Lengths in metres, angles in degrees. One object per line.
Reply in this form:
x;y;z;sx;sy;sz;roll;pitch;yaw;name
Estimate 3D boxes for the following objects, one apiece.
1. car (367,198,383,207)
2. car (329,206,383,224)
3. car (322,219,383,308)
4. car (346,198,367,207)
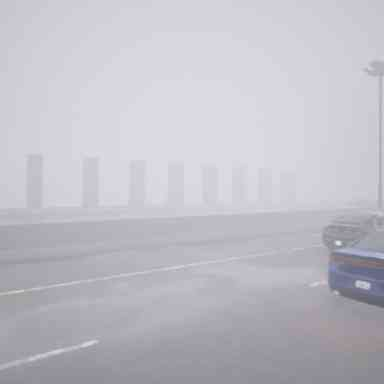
28.886;1.613;50.300;4.181;1.385;1.994;0;0;-36;car
7.078;1.518;12.953;4.892;1.490;1.837;0;0;-35;car
5.051;1.485;7.285;5.008;1.535;1.882;0;0;-35;car
26.767;1.598;53.072;5.357;1.411;2.033;0;0;-35;car
